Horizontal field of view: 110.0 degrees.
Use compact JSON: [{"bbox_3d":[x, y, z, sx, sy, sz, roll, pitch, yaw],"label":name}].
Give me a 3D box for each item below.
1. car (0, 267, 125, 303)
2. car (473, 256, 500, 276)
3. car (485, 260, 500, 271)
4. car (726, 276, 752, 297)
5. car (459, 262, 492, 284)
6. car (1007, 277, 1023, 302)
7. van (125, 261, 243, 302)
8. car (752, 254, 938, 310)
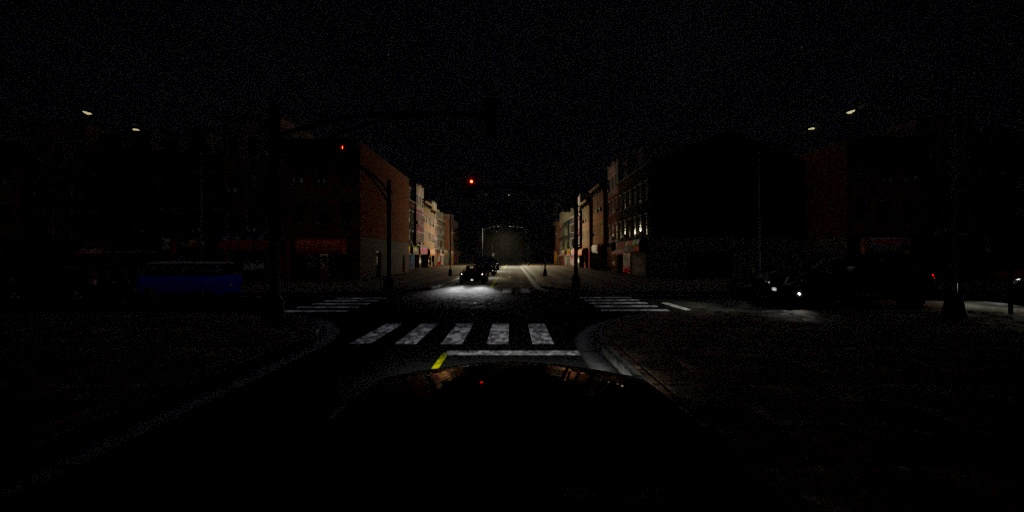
[{"bbox_3d":[-20.193,1.237,16.407,4.097,1.591,1.967,0,0,0],"label":"car"},{"bbox_3d":[-2.788,0.986,37.807,2.150,2.045,5.566,0,0,0],"label":"car"},{"bbox_3d":[-2.743,1.284,51.543,1.837,1.490,4.892,0,0,0],"label":"car"},{"bbox_3d":[12.285,1.265,16.503,4.403,1.370,2.007,0,0,0],"label":"car"},{"bbox_3d":[-2.805,1.362,27.312,1.895,1.301,4.718,0,0,0],"label":"car"},{"bbox_3d":[22.655,1.046,13.993,4.553,1.767,2.097,0,0,0],"label":"car"},{"bbox_3d":[-14.718,1.122,16.423,3.998,1.789,1.690,0,0,0],"label":"van"},{"bbox_3d":[12.971,0.933,13.969,5.566,2.045,2.150,0,0,0],"label":"car"}]
